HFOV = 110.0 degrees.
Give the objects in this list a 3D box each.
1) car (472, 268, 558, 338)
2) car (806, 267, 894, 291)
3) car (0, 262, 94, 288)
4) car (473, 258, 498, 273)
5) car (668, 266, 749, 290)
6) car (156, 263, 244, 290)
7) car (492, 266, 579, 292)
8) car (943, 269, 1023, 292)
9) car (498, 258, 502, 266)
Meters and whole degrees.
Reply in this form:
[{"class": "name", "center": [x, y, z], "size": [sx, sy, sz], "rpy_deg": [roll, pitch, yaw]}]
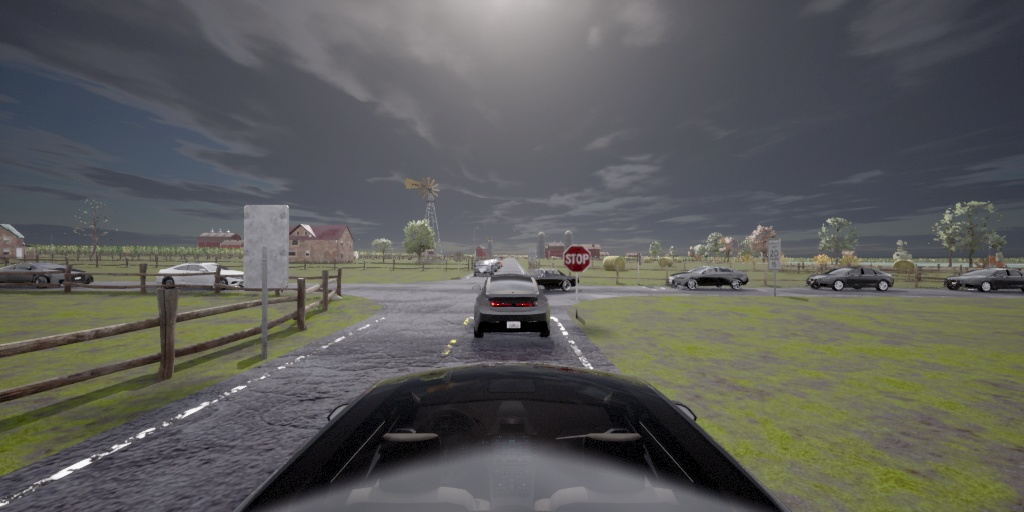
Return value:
[{"class": "car", "center": [-0.070, 1.256, 10.239], "size": [1.837, 1.490, 4.892], "rpy_deg": [0, 0, -3]}, {"class": "car", "center": [22.209, 1.499, 23.674], "size": [4.892, 1.490, 1.837], "rpy_deg": [1, -1, -1]}, {"class": "car", "center": [-26.356, 1.048, 20.086], "size": [4.181, 1.385, 1.994], "rpy_deg": [1, -1, -1]}, {"class": "car", "center": [-2.843, 1.243, 36.927], "size": [2.128, 1.511, 4.902], "rpy_deg": [0, 0, 0]}, {"class": "car", "center": [12.808, 1.397, 23.508], "size": [4.902, 1.511, 2.128], "rpy_deg": [1, -1, -2]}, {"class": "car", "center": [-17.236, 1.103, 20.203], "size": [4.674, 1.442, 1.812], "rpy_deg": [1, -1, -1]}, {"class": "car", "center": [1.507, 1.369, 20.284], "size": [4.718, 1.301, 1.895], "rpy_deg": [1, 0, -35]}, {"class": "car", "center": [31.712, 1.587, 23.791], "size": [4.892, 1.490, 1.837], "rpy_deg": [1, -1, -1]}, {"class": "car", "center": [-2.832, 1.241, 46.373], "size": [2.128, 1.511, 4.902], "rpy_deg": [0, 0, 0]}]
